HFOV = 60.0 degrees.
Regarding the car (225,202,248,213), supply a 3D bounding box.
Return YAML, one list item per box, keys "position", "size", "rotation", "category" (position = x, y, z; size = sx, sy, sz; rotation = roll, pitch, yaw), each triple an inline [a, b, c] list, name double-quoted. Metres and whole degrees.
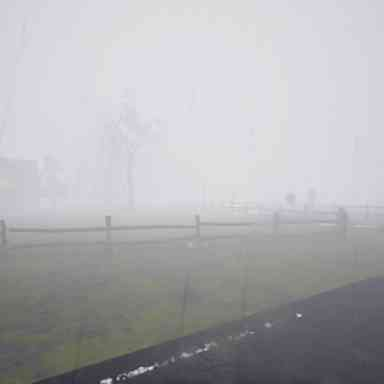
- position: [5.826, 2.005, 44.381]
  size: [1.812, 1.442, 4.674]
  rotation: [1, -1, -15]
  category: "car"
